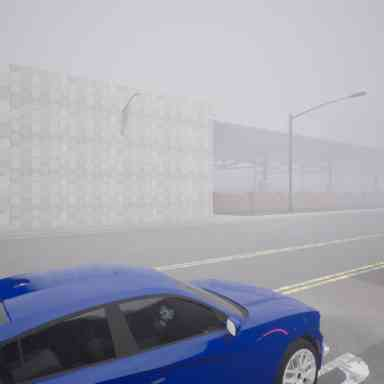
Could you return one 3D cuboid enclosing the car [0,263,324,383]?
[{"bbox_3d":[-0.733,1.478,3.227,5.008,1.535,1.882,0,0,-36],"label":"car"}]
